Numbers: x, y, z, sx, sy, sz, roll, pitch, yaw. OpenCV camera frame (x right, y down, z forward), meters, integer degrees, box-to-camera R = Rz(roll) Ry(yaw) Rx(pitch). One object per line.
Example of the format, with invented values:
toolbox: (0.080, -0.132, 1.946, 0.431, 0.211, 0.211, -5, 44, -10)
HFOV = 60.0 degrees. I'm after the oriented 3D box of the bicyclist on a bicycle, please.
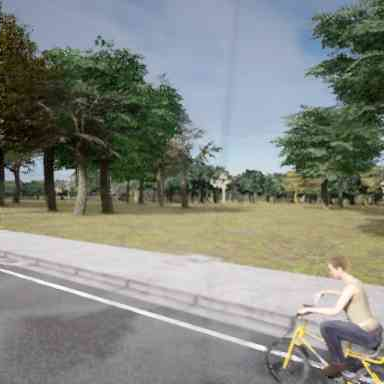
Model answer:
bicyclist on a bicycle: (1.485, 1.456, 3.562, 1.509, 1.612, 0.866, 0, 0, 37)
